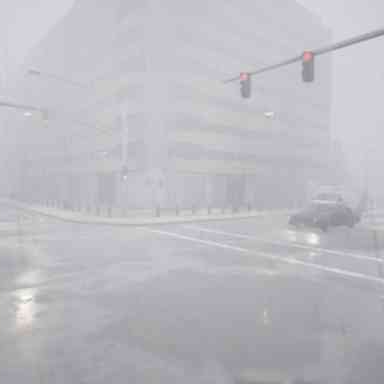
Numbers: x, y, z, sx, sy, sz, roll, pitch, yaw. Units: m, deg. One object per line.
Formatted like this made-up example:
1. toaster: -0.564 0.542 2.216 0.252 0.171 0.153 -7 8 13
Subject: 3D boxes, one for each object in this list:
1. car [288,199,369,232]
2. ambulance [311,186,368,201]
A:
1. car: 7.827 1.373 19.233 5.357 1.411 2.033 0 1 -40
2. ambulance: 11.878 0.789 26.993 6.366 2.431 2.351 0 1 -40
